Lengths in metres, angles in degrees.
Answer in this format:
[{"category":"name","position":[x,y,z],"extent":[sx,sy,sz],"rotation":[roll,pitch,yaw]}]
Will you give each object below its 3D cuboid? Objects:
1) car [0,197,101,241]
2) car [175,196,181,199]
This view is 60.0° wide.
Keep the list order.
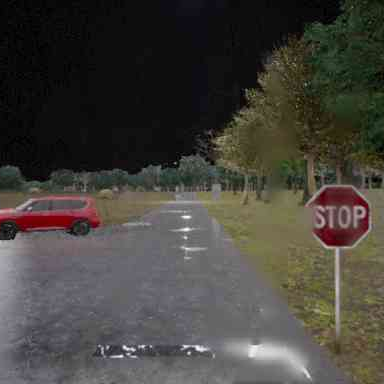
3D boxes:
[{"category":"car","position":[-7.455,1.260,16.855],"extent":[5.566,2.045,2.150],"rotation":[1,0,-33]},{"category":"car","position":[-2.677,1.120,65.330],"extent":[2.128,1.511,4.902],"rotation":[0,1,0]}]
